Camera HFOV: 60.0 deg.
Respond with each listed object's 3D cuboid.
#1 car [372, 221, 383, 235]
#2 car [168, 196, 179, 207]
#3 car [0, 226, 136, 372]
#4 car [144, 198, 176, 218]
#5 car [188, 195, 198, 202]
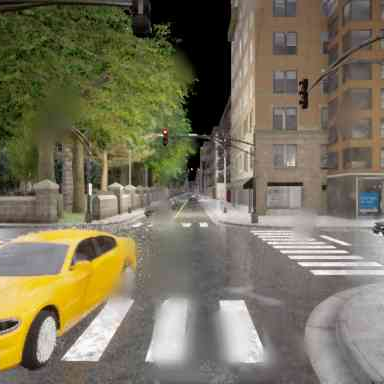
[{"bbox_3d":[11.552,1.562,15.642,5.357,1.411,2.033,0,0,1],"label":"car"},{"bbox_3d":[-2.997,1.465,40.780,1.837,1.490,4.892,0,0,0],"label":"car"},{"bbox_3d":[-2.547,1.477,6.025,1.882,1.535,5.008,-1,0,9],"label":"car"},{"bbox_3d":[-2.998,1.526,30.708,2.033,1.411,5.357,0,0,4],"label":"car"},{"bbox_3d":[0.210,1.424,70.816,1.812,1.442,4.674,0,0,0],"label":"car"}]
